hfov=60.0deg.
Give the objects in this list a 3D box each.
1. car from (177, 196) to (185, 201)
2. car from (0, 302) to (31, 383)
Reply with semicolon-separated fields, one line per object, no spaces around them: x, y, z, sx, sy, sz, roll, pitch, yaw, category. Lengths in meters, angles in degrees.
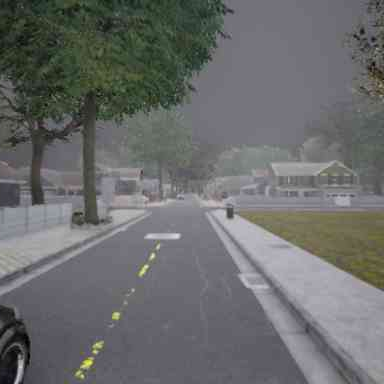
-2.751;1.589;84.484;1.895;1.301;4.718;0;0;0;car
-2.851;1.564;2.148;1.994;1.385;4.181;0;0;0;car
